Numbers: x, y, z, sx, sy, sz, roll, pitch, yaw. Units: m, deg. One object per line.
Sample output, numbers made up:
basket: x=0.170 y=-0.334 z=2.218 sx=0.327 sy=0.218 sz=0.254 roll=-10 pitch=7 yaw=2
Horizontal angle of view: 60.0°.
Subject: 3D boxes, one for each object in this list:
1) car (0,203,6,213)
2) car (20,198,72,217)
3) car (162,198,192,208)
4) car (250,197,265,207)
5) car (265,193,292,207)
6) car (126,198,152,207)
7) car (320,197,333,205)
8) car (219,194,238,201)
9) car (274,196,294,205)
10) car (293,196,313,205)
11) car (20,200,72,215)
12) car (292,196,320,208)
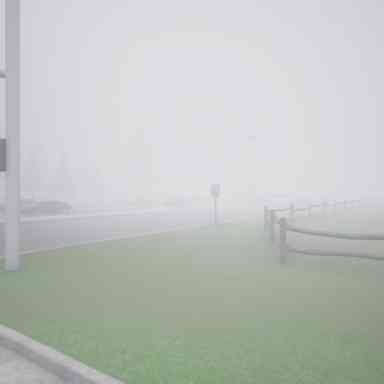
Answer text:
car: x=-18.804 y=1.478 z=36.434 sx=1.882 sy=1.535 sz=5.008 roll=0 pitch=0 yaw=35
car: x=-13.775 y=1.505 z=31.408 sx=1.837 sy=1.490 sz=4.892 roll=0 pitch=0 yaw=35
car: x=-2.402 y=1.564 z=47.701 sx=1.994 sy=1.385 sz=4.181 roll=0 pitch=0 yaw=35
car: x=10.880 y=1.492 z=52.413 sx=2.128 sy=1.511 sz=4.902 roll=0 pitch=0 yaw=36
car: x=13.554 y=1.221 z=50.132 sx=2.150 sy=2.045 sz=5.566 roll=0 pitch=0 yaw=38
car: x=-8.190 y=1.564 z=51.638 sx=1.994 sy=1.385 sz=4.181 roll=0 pitch=0 yaw=35
car: x=22.480 y=1.547 z=56.575 sx=2.033 sy=1.411 sz=5.357 roll=0 pitch=0 yaw=36
car: x=6.687 y=1.139 z=60.412 sx=1.812 sy=1.442 sz=4.674 roll=0 pitch=0 yaw=36
car: x=16.844 y=1.478 z=60.727 sx=1.882 sy=1.535 sz=5.008 roll=0 pitch=0 yaw=36
car: x=19.662 y=1.478 z=58.651 sx=1.882 sy=1.535 sz=5.008 roll=0 pitch=0 yaw=36
car: x=-15.349 y=1.601 z=35.271 sx=1.895 sy=1.301 sz=4.718 roll=0 pitch=0 yaw=35
car: x=16.676 y=1.564 z=48.480 sx=1.994 sy=1.385 sz=4.181 roll=0 pitch=0 yaw=36
